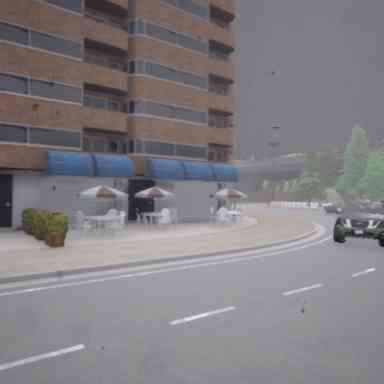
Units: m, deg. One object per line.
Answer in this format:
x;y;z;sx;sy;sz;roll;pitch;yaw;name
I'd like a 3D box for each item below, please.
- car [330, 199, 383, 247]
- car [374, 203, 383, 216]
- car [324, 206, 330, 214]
8.675;1.403;16.610;2.150;2.045;5.566;0;-1;33;car
22.236;1.969;35.445;2.033;1.411;5.357;1;0;-10;car
17.582;1.971;39.400;1.994;1.385;4.181;1;0;-16;car
